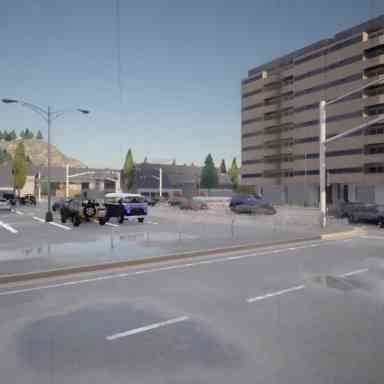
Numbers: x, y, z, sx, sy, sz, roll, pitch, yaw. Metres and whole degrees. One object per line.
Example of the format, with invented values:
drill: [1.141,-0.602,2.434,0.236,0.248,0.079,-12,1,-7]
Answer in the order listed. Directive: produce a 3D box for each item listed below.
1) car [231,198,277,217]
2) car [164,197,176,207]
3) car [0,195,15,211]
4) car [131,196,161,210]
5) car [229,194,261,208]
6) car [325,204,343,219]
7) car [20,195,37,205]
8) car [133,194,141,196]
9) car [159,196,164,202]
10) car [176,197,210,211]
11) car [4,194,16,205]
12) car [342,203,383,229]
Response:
car: [6.180,1.620,32.297,1.994,1.385,4.181,0,0,-36]
car: [-1.761,1.561,49.544,1.837,1.490,4.892,0,0,-35]
car: [-21.832,1.451,37.872,1.970,1.475,3.806,0,0,-35]
car: [-7.177,1.656,51.152,1.895,1.301,4.718,0,0,-35]
car: [6.633,1.275,37.710,2.150,2.045,5.566,0,0,-35]
car: [13.871,1.599,27.525,2.033,1.411,5.357,0,0,-35]
car: [-27.292,1.209,55.329,1.932,1.855,4.605,0,0,-35]
car: [-9.309,1.547,66.534,2.128,1.511,4.902,0,0,-35]
car: [-6.997,1.546,69.324,2.128,1.511,4.902,0,0,-35]
car: [0.308,1.618,40.588,1.994,1.385,4.181,0,0,-35]
car: [-29.688,1.212,53.706,1.905,1.878,3.866,0,0,-35]
car: [12.286,1.600,21.731,1.994,1.385,4.181,0,-1,-15]
